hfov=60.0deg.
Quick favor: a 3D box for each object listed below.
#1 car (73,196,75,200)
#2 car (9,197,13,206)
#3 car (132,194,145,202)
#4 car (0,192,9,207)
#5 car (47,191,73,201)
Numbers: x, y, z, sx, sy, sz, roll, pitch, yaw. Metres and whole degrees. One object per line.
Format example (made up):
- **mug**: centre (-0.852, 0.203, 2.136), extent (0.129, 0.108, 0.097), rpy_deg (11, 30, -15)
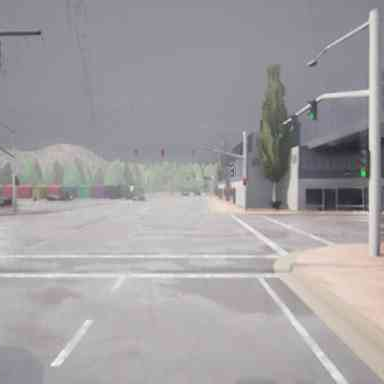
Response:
- **car**: centre (-24.893, 0.990, 64.999), extent (3.806, 1.475, 1.970), rpy_deg (0, 0, 0)
- **car**: centre (-24.892, 0.891, 42.479), extent (3.866, 1.878, 1.905), rpy_deg (0, 0, 0)
- **car**: centre (-10.074, 1.099, 63.162), extent (2.128, 1.511, 4.902), rpy_deg (0, 0, 2)
- **car**: centre (-24.949, 0.906, 39.585), extent (4.605, 1.855, 1.932), rpy_deg (0, 0, 0)
- **car**: centre (-24.907, 0.768, 62.103), extent (3.866, 1.878, 1.905), rpy_deg (0, 0, 0)
